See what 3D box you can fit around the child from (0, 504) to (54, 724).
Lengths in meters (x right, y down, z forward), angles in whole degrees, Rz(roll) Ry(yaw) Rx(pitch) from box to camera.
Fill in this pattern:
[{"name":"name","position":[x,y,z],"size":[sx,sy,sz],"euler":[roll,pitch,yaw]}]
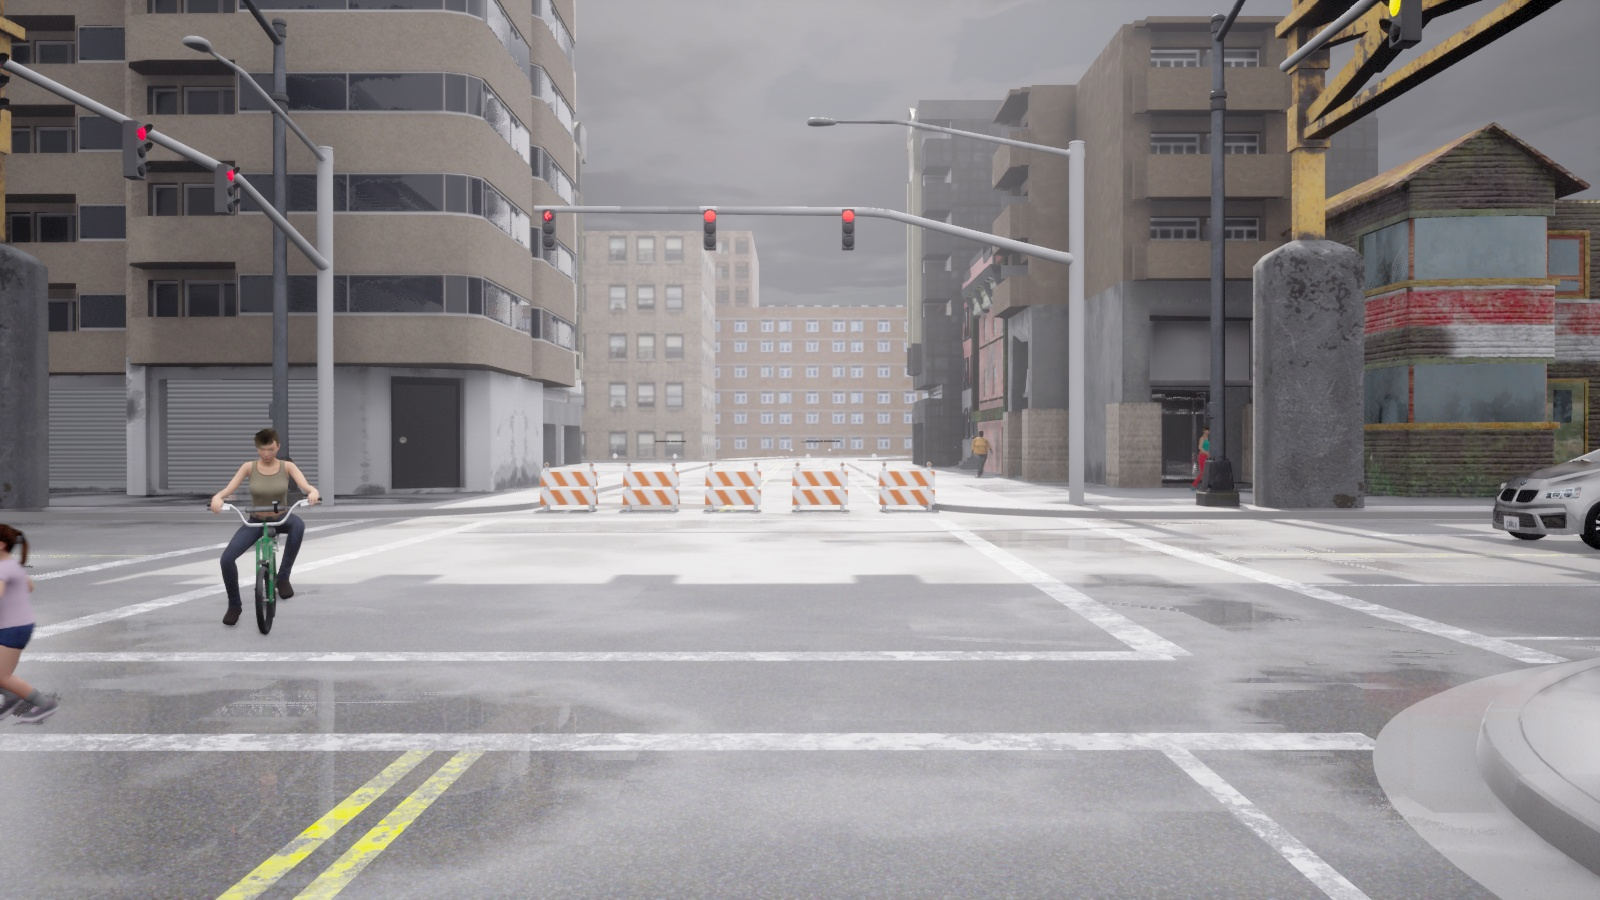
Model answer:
[{"name":"child","position":[-4.119,0.844,6.528],"size":[0.394,1.110,0.255],"euler":[0,0,-26]}]

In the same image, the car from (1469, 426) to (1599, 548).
[{"name":"car","position":[12.614,0.498,18.226],"size":[4.611,1.667,2.242],"euler":[0,0,0]}]

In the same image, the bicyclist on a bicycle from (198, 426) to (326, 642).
[{"name":"bicyclist on a bicycle","position":[-4.332,0.622,10.220],"size":[0.866,1.612,1.509],"euler":[0,0,-20]}]

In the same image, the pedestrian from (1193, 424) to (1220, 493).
[{"name":"pedestrian","position":[11.026,0.228,34.078],"size":[0.345,1.836,0.594],"euler":[0,0,-39]}]

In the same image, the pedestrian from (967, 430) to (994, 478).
[{"name":"pedestrian","position":[6.950,0.144,48.320],"size":[0.874,1.855,0.900],"euler":[0,0,-4]}]
